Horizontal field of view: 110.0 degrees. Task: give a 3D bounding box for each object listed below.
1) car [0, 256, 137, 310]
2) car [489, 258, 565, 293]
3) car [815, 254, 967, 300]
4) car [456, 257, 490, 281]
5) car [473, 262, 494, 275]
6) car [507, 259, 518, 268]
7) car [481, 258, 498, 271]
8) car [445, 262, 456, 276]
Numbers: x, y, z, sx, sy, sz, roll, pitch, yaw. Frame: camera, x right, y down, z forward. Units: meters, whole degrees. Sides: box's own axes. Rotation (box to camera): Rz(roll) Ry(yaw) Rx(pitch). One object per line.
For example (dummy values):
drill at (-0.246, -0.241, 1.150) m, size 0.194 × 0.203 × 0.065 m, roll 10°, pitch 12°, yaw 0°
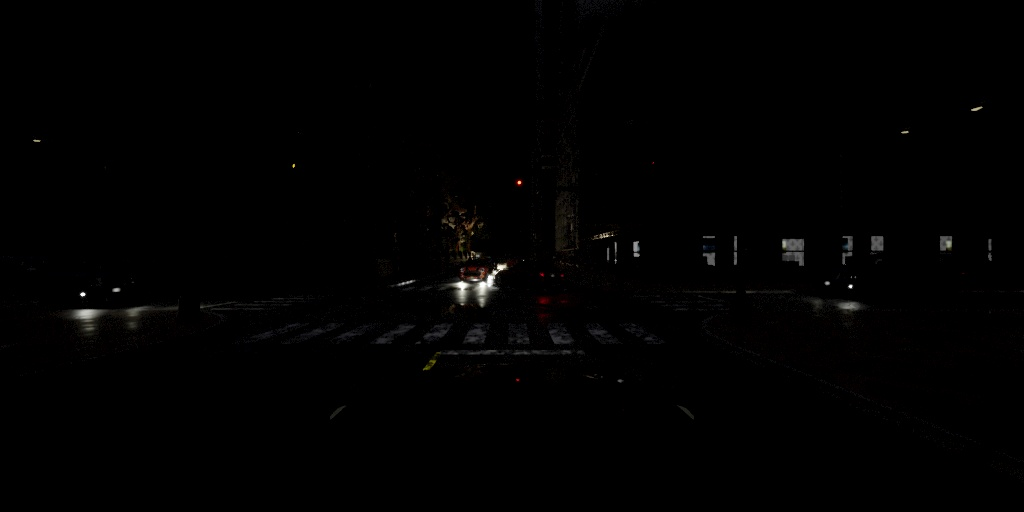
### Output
car at (-18.583, 1.016, 14.398) m, size 5.566 × 2.045 × 2.150 m, roll 0°, pitch 0°, yaw 1°
car at (0.947, 1.107, 21.373) m, size 2.097 × 1.767 × 4.553 m, roll 1°, pitch 0°, yaw -38°
car at (17.647, 0.919, 16.856) m, size 5.566 × 2.045 × 2.150 m, roll 0°, pitch 0°, yaw 1°
car at (-3.112, 1.104, 30.034) m, size 2.097 × 1.767 × 4.553 m, roll 0°, pitch 0°, yaw 0°
car at (-3.115, 1.353, 39.822) m, size 1.895 × 1.301 × 4.718 m, roll 0°, pitch 0°, yaw 0°
car at (0.075, 1.225, 60.971) m, size 1.882 × 1.535 × 5.008 m, roll 0°, pitch 0°, yaw 0°
car at (-3.109, 1.104, 49.798) m, size 2.097 × 1.767 × 4.553 m, roll 0°, pitch 0°, yaw 0°
car at (-5.706, 1.297, 36.535) m, size 1.888 × 1.381 × 4.507 m, roll 0°, pitch 0°, yaw 0°
